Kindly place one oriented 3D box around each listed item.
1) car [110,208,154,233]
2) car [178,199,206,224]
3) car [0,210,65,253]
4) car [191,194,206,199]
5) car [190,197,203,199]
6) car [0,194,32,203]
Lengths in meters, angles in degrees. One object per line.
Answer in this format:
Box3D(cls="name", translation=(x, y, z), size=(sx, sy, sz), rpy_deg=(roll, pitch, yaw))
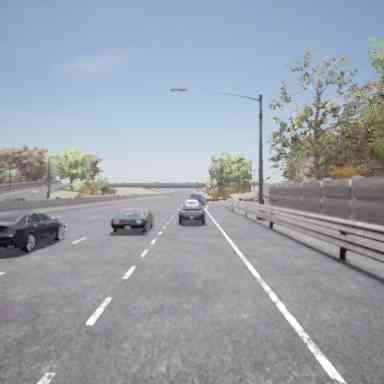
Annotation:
Box3D(cls="car", translation=(-3.400, 1.619, 19.879), size=(1.895, 1.301, 4.718), rpy_deg=(0, 0, 0))
Box3D(cls="car", translation=(0.001, 1.517, 24.776), size=(2.128, 1.511, 4.902), rpy_deg=(0, 0, 0))
Box3D(cls="car", translation=(-6.899, 1.515, 13.772), size=(1.837, 1.490, 4.892), rpy_deg=(0, 0, 0))
Box3D(cls="car", translation=(0.932, 1.293, 54.053), size=(2.150, 2.045, 5.566), rpy_deg=(0, 0, 8))
Box3D(cls="car", translation=(0.004, 1.567, 35.858), size=(1.812, 1.442, 4.674), rpy_deg=(0, 0, 0))
Box3D(cls="car", translation=(-20.999, 1.395, 38.940), size=(2.097, 1.767, 4.553), rpy_deg=(0, 0, 0))
